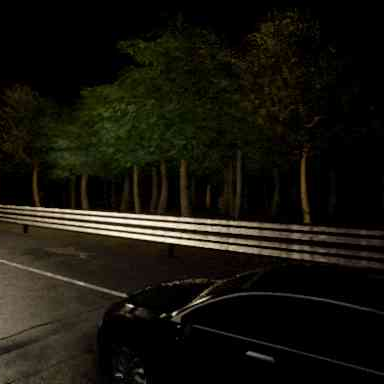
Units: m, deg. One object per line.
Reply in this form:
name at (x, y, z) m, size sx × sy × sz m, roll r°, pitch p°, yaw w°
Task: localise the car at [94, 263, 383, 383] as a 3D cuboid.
car at (1.074, 1.503, 3.281) m, size 4.892 × 1.490 × 1.837 m, roll 1°, pitch 1°, yaw 36°
